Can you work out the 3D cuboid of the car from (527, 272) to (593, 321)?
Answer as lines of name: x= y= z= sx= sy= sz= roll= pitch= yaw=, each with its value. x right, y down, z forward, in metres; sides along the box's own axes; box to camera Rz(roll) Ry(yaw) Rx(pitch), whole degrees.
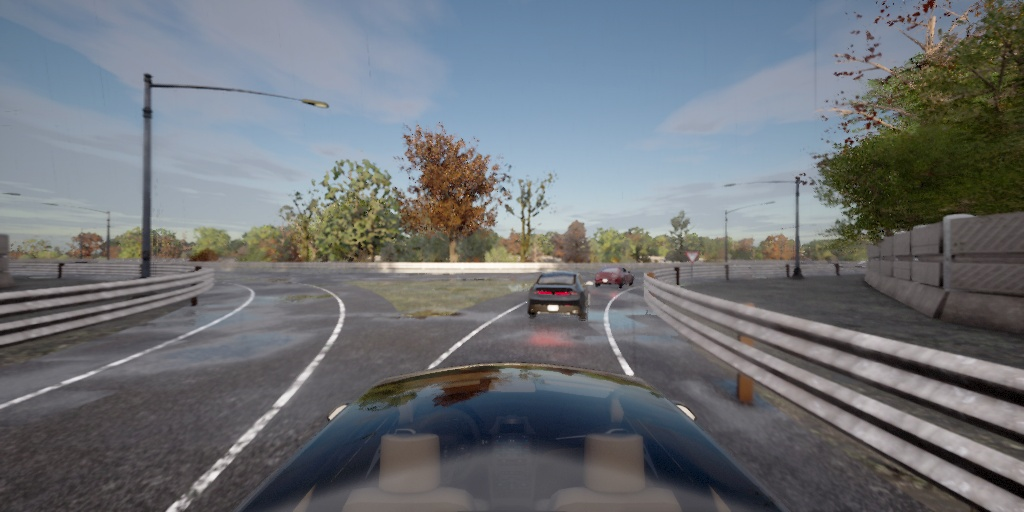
car: x=1.806 y=1.313 z=12.939 sx=1.837 sy=1.490 sz=4.892 roll=0 pitch=-1 yaw=14

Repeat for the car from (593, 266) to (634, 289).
car: x=7.125 y=1.410 z=24.879 sx=1.812 sy=1.442 sz=4.674 roll=0 pitch=0 yaw=31
